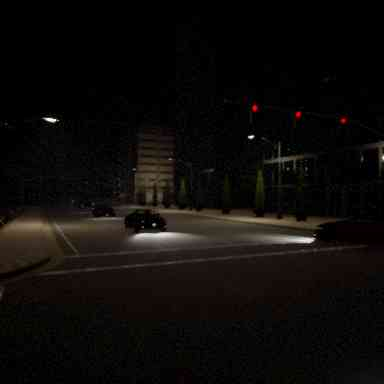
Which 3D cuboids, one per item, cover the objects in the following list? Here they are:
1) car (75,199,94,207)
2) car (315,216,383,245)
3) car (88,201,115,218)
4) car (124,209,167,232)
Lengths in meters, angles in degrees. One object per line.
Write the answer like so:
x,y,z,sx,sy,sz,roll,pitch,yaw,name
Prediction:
-16.485,1.759,51.675,2.097,1.767,4.553,1,-1,-24,car
8.205,1.838,16.116,4.181,1.385,1.994,0,0,35,car
-9.857,2.038,36.890,2.033,1.411,5.357,1,-1,-24,car
-3.172,1.864,22.359,1.994,1.385,4.181,1,-1,-25,car
